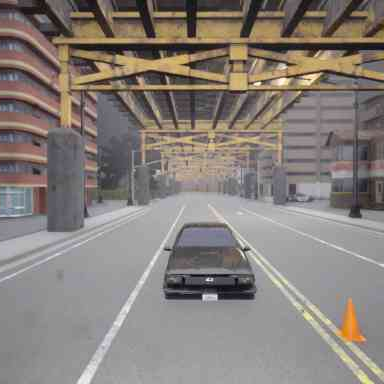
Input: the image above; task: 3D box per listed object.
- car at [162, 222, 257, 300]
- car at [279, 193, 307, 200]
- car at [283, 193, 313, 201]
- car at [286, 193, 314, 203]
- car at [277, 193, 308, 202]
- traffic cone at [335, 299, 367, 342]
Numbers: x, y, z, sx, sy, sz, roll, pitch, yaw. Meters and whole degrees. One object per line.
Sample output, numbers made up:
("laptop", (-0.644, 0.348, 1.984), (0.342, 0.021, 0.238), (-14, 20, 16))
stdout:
("car", (0.363, 1.533, 8.758), (2.033, 1.411, 5.357), (0, 0, 1))
("car", (17.873, 0.800, 59.001), (4.536, 1.218, 1.853), (0, 1, 25))
("car", (17.525, 0.847, 54.884), (4.536, 1.218, 1.853), (0, 1, -20))
("car", (17.476, 1.005, 54.868), (4.974, 1.542, 2.038), (0, 1, -20))
("car", (17.825, 0.957, 59.025), (4.974, 1.542, 2.038), (0, 1, 25))
("traffic cone", (2.455, 1.949, 5.150), (0.340, 0.580, 0.340), (0, 0, 0))
